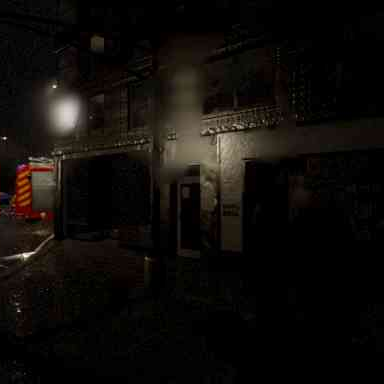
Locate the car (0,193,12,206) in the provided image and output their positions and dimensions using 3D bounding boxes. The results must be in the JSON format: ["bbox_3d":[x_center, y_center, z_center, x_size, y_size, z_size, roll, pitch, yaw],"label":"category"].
[{"bbox_3d":[-20.176,0.795,34.093,1.882,1.535,5.008,0,1,-7],"label":"car"}]

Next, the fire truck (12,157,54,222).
[{"bbox_3d":[-8.872,-0.132,22.698,2.891,3.827,8.468,0,1,-7],"label":"fire truck"}]

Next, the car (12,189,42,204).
[{"bbox_3d":[-21.339,0.506,43.235,2.097,1.767,4.553,0,1,-7],"label":"car"}]
